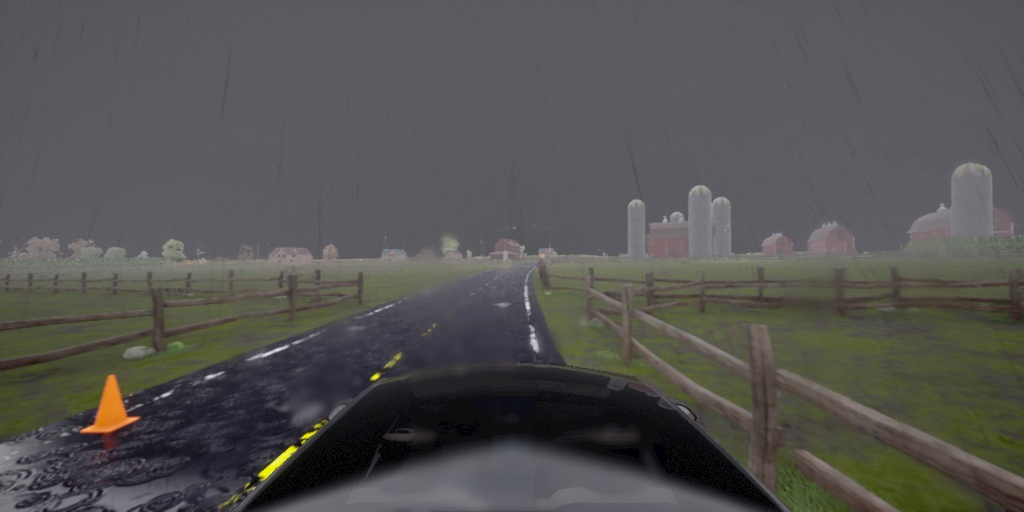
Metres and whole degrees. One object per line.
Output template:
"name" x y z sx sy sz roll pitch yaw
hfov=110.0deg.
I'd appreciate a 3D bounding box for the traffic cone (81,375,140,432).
"traffic cone" -4.726 1.705 4.232 0.340 0.580 0.340 0 0 0
